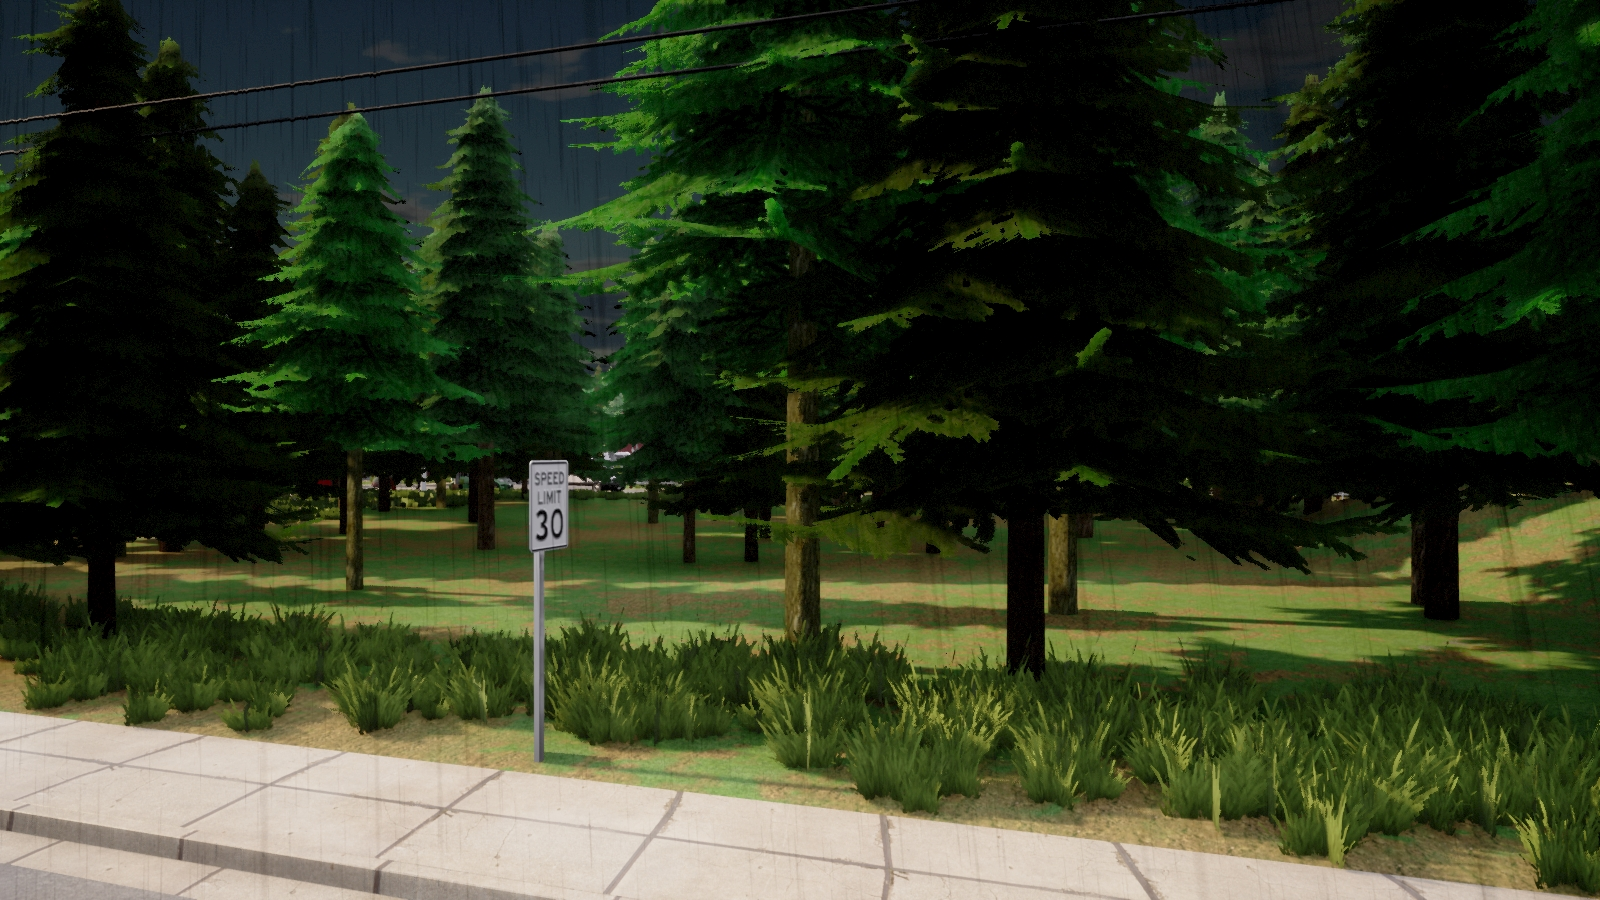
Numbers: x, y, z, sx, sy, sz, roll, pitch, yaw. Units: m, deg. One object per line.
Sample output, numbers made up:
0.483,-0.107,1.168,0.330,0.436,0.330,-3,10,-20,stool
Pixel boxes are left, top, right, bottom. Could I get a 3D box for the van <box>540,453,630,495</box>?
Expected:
-13.883,1.508,73.669,5.915,2.561,1.988,0,0,33,van
